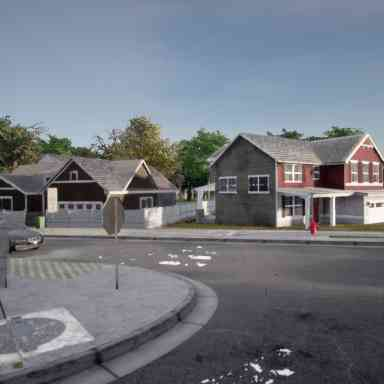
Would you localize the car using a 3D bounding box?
[{"bbox_3d":[-9.465,2.147,16.104,4.892,1.490,1.837,-2,0,20],"label":"car"}]
